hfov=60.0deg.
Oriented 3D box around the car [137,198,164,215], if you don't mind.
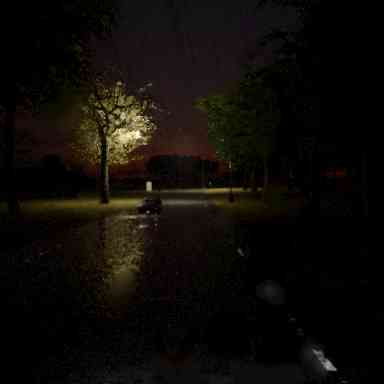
[{"bbox_3d":[-3.603,1.211,29.880,2.033,1.411,5.357,0,1,0],"label":"car"}]
